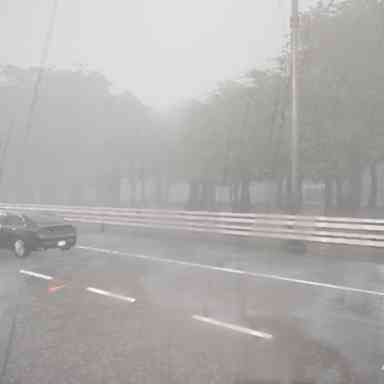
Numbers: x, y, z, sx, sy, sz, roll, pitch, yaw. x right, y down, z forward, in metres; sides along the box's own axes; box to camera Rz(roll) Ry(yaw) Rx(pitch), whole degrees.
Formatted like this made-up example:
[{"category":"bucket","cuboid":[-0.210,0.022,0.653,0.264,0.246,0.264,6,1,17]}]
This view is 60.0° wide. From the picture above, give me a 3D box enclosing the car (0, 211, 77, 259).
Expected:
[{"category":"car","cuboid":[-6.412,1.503,12.743,4.892,1.490,1.837,0,0,35]}]
